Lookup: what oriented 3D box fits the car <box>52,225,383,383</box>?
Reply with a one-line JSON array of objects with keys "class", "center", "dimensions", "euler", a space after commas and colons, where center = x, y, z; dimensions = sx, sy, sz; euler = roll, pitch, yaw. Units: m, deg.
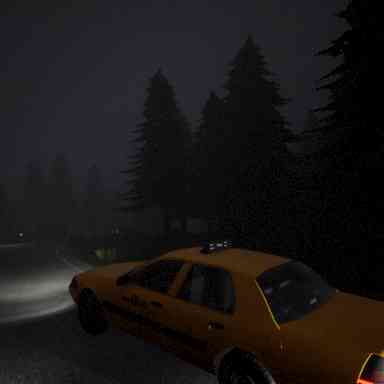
[{"class": "car", "center": [0.133, 1.441, 4.744], "dimensions": [5.366, 1.575, 1.801], "euler": [0, 1, 43]}]

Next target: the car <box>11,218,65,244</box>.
[{"class": "car", "center": [-12.732, 3.228, 28.160], "dimensions": [2.150, 2.045, 5.566], "euler": [-4, -7, 7]}]

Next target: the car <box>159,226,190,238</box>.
[{"class": "car", "center": [-2.305, 5.543, 46.271], "dimensions": [1.882, 1.535, 5.008], "euler": [-5, -8, 30]}]

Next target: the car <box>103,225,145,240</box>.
[{"class": "car", "center": [-7.428, 4.510, 36.965], "dimensions": [2.033, 1.411, 5.357], "euler": [-4, -8, 20]}]
